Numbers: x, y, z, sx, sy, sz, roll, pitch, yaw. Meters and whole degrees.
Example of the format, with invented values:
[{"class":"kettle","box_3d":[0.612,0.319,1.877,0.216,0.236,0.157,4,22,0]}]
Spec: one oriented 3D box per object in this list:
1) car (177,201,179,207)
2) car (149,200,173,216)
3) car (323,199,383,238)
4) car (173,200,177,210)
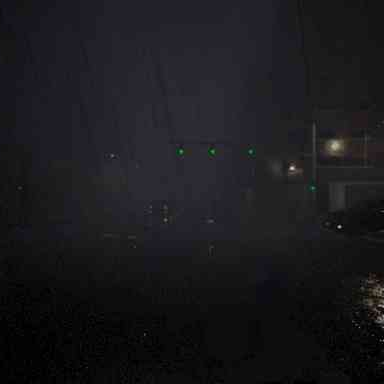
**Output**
[{"class":"car","box_3d":[-3.521,2.148,62.928,1.994,1.385,4.181,0,0,0]},{"class":"car","box_3d":[-3.599,1.702,37.606,2.097,1.767,4.553,0,-1,0]},{"class":"car","box_3d":[10.331,1.410,18.552,5.566,2.045,2.150,0,-1,-1]},{"class":"car","box_3d":[-3.593,1.978,48.550,1.812,1.442,4.674,0,0,0]}]
